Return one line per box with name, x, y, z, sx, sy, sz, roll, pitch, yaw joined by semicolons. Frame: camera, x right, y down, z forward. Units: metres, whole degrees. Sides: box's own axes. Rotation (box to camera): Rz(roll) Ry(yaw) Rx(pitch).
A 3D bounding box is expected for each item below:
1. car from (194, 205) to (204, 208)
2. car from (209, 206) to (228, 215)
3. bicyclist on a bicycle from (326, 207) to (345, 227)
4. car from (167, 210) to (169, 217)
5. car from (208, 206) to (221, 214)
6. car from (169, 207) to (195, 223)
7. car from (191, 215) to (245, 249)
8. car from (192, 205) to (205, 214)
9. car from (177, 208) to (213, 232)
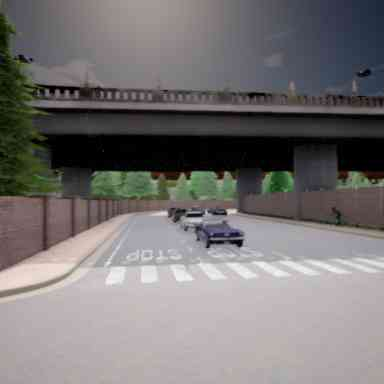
car;0.917;2.957;50.214;1.812;1.442;4.674;0;-1;-6
car;4.287;2.998;51.365;1.994;1.385;4.181;0;-2;-4
bicyclist on a bicycle;11.321;1.983;26.241;1.656;1.620;0.582;-1;-2;-8
car;-2.407;2.878;47.013;1.837;1.490;4.892;0;-2;-6
car;4.121;3.256;60.729;1.994;1.385;4.181;-1;-2;9
car;-1.135;2.585;36.752;1.837;1.490;4.892;0;-2;-7
car;1.364;2.138;17.777;1.895;1.301;4.718;0;-2;-8
car;1.218;3.266;63.285;1.882;1.535;5.008;-1;-2;8
car;0.149;2.326;26.970;1.812;1.442;4.674;0;-2;-8
